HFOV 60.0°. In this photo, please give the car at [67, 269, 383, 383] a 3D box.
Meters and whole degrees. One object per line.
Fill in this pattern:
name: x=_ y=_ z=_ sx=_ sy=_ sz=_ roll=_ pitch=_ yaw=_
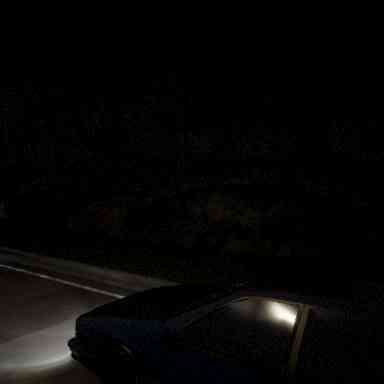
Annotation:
car: x=1.102 y=1.546 z=3.206 sx=5.357 sy=1.411 sz=2.033 roll=0 pitch=0 yaw=36
